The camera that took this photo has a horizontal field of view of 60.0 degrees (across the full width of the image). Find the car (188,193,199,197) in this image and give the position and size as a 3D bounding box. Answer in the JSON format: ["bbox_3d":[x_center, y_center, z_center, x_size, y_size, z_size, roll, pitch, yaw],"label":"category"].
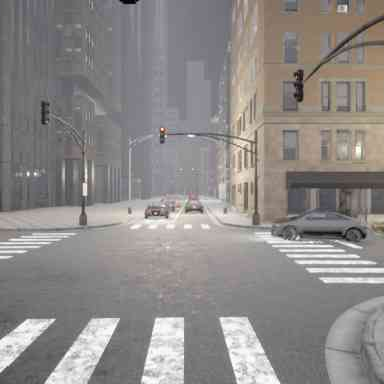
[{"bbox_3d":[0.345,1.203,70.258,2.150,2.045,5.566,0,0,0],"label":"car"}]

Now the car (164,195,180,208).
[{"bbox_3d":[-2.900,1.369,49.180,2.097,1.767,4.553,0,0,0],"label":"car"}]

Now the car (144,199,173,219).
[{"bbox_3d":[-2.986,1.574,29.427,1.994,1.385,4.181,0,0,0],"label":"car"}]

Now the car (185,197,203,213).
[{"bbox_3d":[0.236,1.578,37.947,1.994,1.385,4.181,0,0,0],"label":"car"}]

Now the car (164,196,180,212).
[{"bbox_3d":[-2.943,1.506,39.282,2.128,1.511,4.902,0,0,0],"label":"car"}]

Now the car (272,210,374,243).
[{"bbox_3d":[5.927,1.568,15.780,4.181,1.385,1.994,0,0,13],"label":"car"}]

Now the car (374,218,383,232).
[{"bbox_3d":[12.181,1.519,17.735,4.829,1.417,1.752,0,0,-1],"label":"car"}]
